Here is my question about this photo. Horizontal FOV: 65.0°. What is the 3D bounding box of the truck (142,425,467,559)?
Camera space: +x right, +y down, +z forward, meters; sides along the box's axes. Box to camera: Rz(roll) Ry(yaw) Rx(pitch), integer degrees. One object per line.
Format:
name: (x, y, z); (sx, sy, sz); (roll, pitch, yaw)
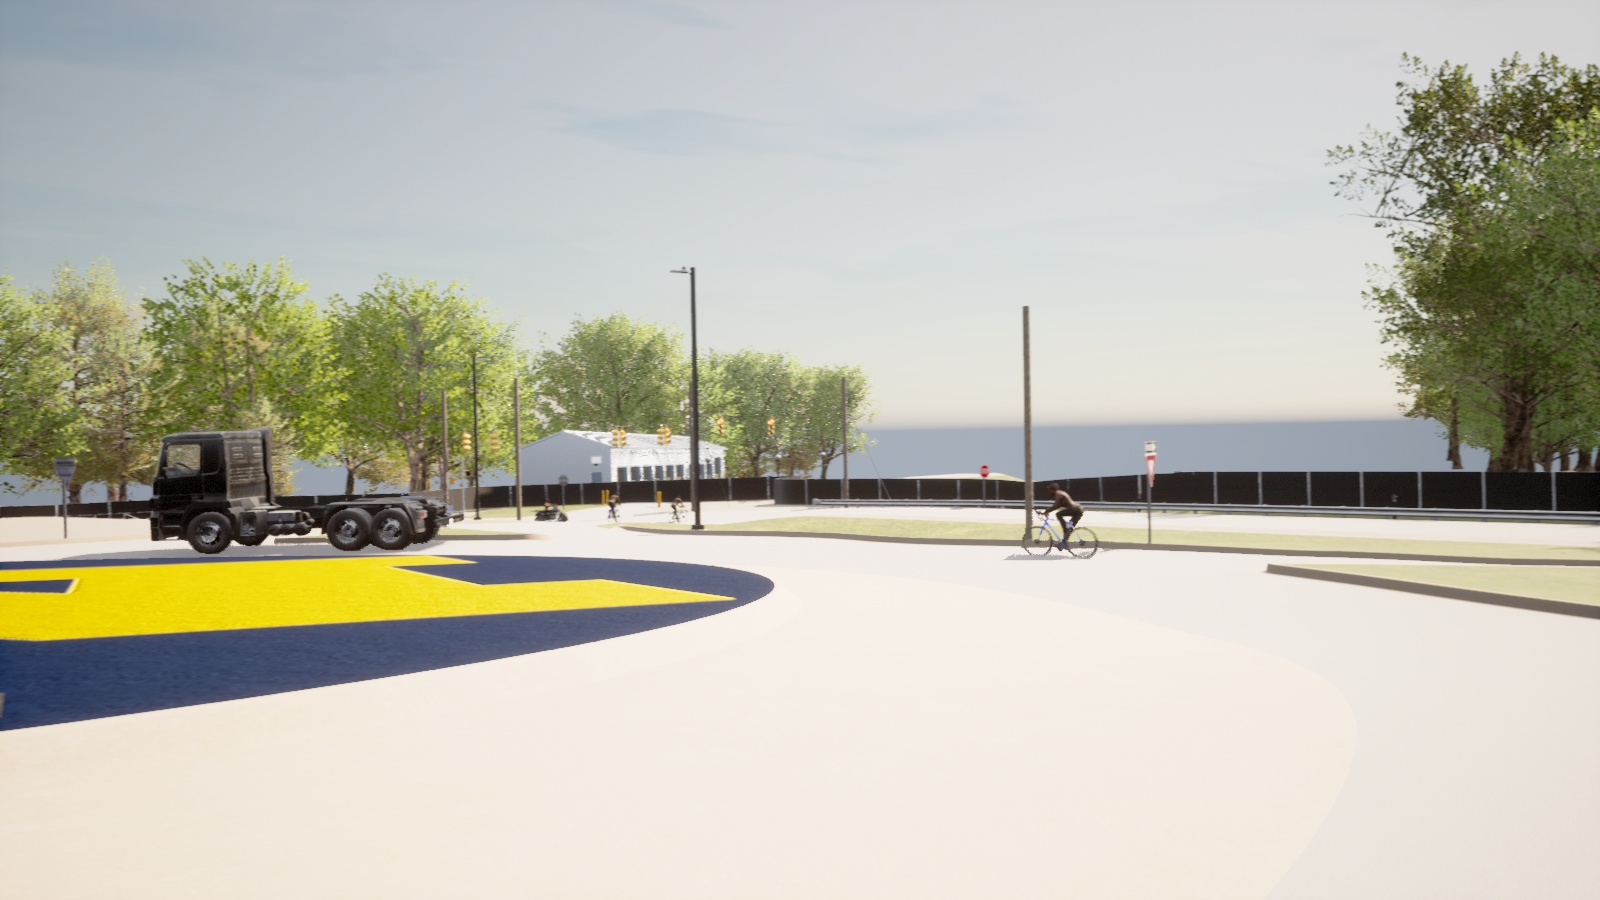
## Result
truck: (-13.829, 1.113, 35.493); (7.936, 3.462, 2.891); (-1, 1, 1)

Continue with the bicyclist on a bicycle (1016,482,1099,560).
bicyclist on a bicycle: (5.593, 1.521, 27.232); (1.656, 1.620, 0.582); (1, -2, 23)

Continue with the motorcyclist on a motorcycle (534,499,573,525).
motorcyclist on a motorcycle: (-16.196, 4.078, 82.583); (2.350, 1.649, 0.766); (-2, 3, 15)

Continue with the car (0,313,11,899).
car: (-3.842, 0.540, 2.410); (3.866, 1.878, 1.905); (0, 0, -30)
